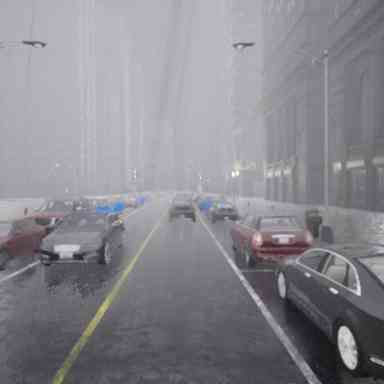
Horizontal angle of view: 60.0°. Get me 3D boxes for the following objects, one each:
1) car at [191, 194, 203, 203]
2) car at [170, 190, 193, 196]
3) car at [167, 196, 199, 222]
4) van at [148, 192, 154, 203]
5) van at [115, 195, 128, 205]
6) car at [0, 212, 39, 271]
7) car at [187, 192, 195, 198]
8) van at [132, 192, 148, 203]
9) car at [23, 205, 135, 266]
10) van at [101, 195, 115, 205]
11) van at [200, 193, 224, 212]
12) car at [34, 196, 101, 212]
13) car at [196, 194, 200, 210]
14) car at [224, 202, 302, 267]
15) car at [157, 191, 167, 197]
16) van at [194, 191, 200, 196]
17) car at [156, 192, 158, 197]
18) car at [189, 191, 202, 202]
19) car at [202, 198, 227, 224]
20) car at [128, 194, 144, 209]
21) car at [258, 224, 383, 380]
[{"bbox_3d":[0.833,1.068,56.336,1.802,1.307,4.206,-1,1,-2],"label":"car"},{"bbox_3d":[-1.263,1.001,39.841,2.097,1.767,4.553,-1,1,-2],"label":"car"},{"bbox_3d":[-0.716,1.290,24.275,1.837,1.490,4.892,0,1,-2],"label":"car"},{"bbox_3d":[-7.689,0.903,56.026,1.690,1.788,3.998,-1,1,-2],"label":"van"},{"bbox_3d":[-6.695,1.145,27.658,1.690,1.788,3.998,-1,1,-2],"label":"van"},{"bbox_3d":[-6.097,1.535,10.639,1.802,1.307,4.206,-1,1,-2],"label":"car"},{"bbox_3d":[-0.310,0.766,88.966,2.008,1.369,4.403,-1,0,-2],"label":"car"},{"bbox_3d":[-7.292,0.999,44.679,1.690,1.788,3.998,-1,1,-2],"label":"van"},{"bbox_3d":[-3.450,1.415,11.346,2.128,1.511,4.902,-1,1,-2],"label":"car"},{"bbox_3d":[-6.496,1.194,21.984,1.690,1.788,3.998,-1,1,-2],"label":"van"},{"bbox_3d":[1.824,1.069,27.965,1.690,1.788,3.998,-1,1,-2],"label":"van"},{"bbox_3d":[-6.298,1.218,16.310,2.192,1.841,5.009,-1,1,-2],"label":"car"},{"bbox_3d":[1.627,1.224,33.641,1.887,1.381,4.507,-1,1,-2],"label":"car"},{"bbox_3d":[2.421,1.318,10.943,1.967,1.590,4.097,-1,1,-2],"label":"car"},{"bbox_3d":[-9.029,0.560,94.294,2.192,1.841,5.009,-1,0,-2],"label":"car"},{"bbox_3d":[1.426,0.971,39.312,1.690,1.788,3.998,-1,1,-2],"label":"van"},{"bbox_3d":[-7.880,1.041,61.532,1.752,1.417,4.829,-1,1,-2],"label":"car"},{"bbox_3d":[0.631,0.753,62.008,2.192,1.841,5.009,-1,1,-2],"label":"car"},{"bbox_3d":[2.025,1.328,22.293,2.008,1.369,4.403,-1,1,-2],"label":"car"},{"bbox_3d":[-7.090,1.288,39.007,1.802,1.307,4.206,-1,1,-2],"label":"car"},{"bbox_3d":[2.621,1.479,5.271,2.008,1.369,4.403,-1,1,-2],"label":"car"}]
